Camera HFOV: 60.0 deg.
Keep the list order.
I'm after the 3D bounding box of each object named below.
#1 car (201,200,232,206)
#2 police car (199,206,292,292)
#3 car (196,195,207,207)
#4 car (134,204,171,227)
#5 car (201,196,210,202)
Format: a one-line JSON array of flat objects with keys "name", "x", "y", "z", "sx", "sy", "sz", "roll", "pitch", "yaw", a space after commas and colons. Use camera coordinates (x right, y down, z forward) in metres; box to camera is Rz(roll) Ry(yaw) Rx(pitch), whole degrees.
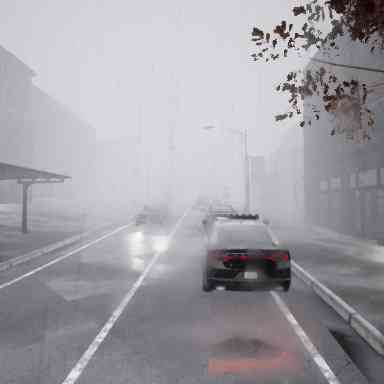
[{"name": "car", "x": 1.586, "y": 1.438, "z": 18.966, "sx": 1.837, "sy": 1.490, "sz": 4.892, "roll": 0, "pitch": 0, "yaw": 2}, {"name": "police car", "x": 1.236, "y": 1.412, "z": 9.072, "sx": 1.930, "sy": 1.638, "sz": 5.238, "roll": 0, "pitch": 0, "yaw": 2}, {"name": "car", "x": 1.529, "y": 1.394, "z": 45.867, "sx": 1.895, "sy": 1.301, "sz": 4.718, "roll": 0, "pitch": 0, "yaw": 2}, {"name": "car", "x": -2.529, "y": 1.515, "z": 22.108, "sx": 1.895, "sy": 1.301, "sz": 4.718, "roll": 0, "pitch": 0, "yaw": 2}, {"name": "car", "x": 1.803, "y": 1.349, "z": 25.158, "sx": 1.801, "sy": 1.575, "sz": 5.366, "roll": 0, "pitch": 0, "yaw": 2}]
